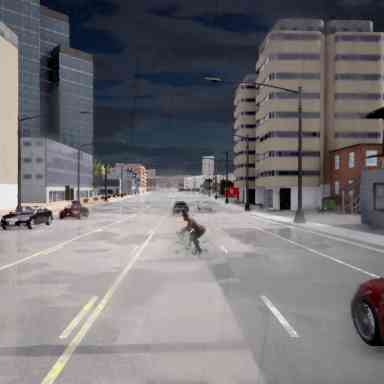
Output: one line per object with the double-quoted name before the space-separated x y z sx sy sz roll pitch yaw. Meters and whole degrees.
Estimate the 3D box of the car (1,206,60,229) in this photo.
"car" -11.391 1.726 23.311 2.128 1.511 4.902 0 -1 -2

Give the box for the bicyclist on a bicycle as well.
"bicyclist on a bicycle" -0.025 1.524 11.155 1.656 1.620 0.582 -2 0 -2

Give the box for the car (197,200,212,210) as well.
"car" 1.814 1.958 50.456 1.812 1.442 4.674 0 0 -2

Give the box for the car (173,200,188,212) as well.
"car" -1.679 1.991 48.064 2.033 1.411 5.357 0 0 -2

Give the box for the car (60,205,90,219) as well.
"car" -11.724 1.948 33.366 1.994 1.385 4.181 0 -1 -2

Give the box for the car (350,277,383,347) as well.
"car" 3.524 1.542 3.433 1.812 1.442 4.674 0 0 -2

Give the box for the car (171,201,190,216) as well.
"car" -1.266 1.942 38.015 1.837 1.490 4.892 0 0 -2
